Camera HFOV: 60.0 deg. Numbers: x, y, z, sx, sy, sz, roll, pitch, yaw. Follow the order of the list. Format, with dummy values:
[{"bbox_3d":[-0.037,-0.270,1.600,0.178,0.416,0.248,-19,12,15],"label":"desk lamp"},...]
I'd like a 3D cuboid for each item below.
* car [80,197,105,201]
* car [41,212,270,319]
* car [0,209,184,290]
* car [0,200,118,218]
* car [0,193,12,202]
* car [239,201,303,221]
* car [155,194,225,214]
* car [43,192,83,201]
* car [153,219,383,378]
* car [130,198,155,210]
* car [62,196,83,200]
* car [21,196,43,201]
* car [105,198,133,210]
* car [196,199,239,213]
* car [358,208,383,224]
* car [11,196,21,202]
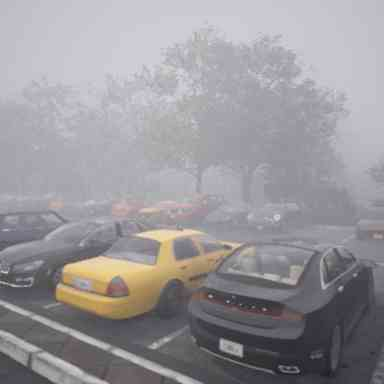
[{"bbox_3d":[-6.353,1.346,27.773,2.097,1.535,5.008,1,0,36],"label":"car"},{"bbox_3d":[-0.295,1.485,7.548,1.946,1.575,5.366,1,0,36],"label":"car"},{"bbox_3d":[-2.660,1.467,9.026,2.231,1.521,4.892,1,0,36],"label":"car"},{"bbox_3d":[-4.942,1.318,10.620,2.185,1.767,4.553,1,0,36],"label":"car"},{"bbox_3d":[-17.653,1.216,35.909,2.231,1.521,4.892,1,0,36],"label":"car"},{"bbox_3d":[4.977,1.339,19.676,2.185,1.767,4.553,1,0,36],"label":"car"},{"bbox_3d":[0.421,1.167,22.877,2.435,2.045,5.566,1,0,36],"label":"car"},{"bbox_3d":[-10.890,1.169,31.002,2.185,1.767,4.553,1,0,36],"label":"car"},{"bbox_3d":[1.853,1.511,5.768,2.231,1.521,4.892,1,0,36],"label":"car"},{"bbox_3d":[-1.825,1.395,24.531,2.097,1.535,5.008,1,0,36],"label":"car"},{"bbox_3d":[-8.610,1.361,29.405,2.002,1.452,4.674,1,0,36],"label":"car"},{"bbox_3d":[-13.148,1.018,32.628,2.435,2.045,5.566,1,0,36],"label":"car"},{"bbox_3d":[-4.107,1.245,26.126,2.185,1.767,4.553,1,0,36],"label":"car"},{"bbox_3d":[2.700,1.444,21.282,2.231,1.521,4.892,1,0,36],"label":"car"},{"bbox_3d":[9.463,1.539,16.377,2.163,1.488,4.792,1,0,36],"label":"car"},{"bbox_3d":[-15.381,1.272,34.303,2.163,1.488,4.792,1,0,36],"label":"car"}]
